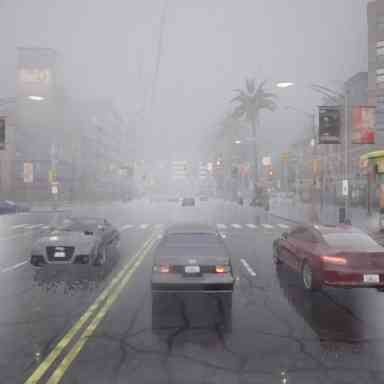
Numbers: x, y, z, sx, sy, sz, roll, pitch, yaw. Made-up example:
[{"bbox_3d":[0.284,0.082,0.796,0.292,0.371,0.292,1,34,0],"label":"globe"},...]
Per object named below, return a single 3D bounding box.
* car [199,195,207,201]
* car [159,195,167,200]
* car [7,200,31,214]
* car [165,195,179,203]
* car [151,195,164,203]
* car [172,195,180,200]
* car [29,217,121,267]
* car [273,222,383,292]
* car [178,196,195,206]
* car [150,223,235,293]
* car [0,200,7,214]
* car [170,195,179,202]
[{"bbox_3d":[2.759,1.524,81.907,1.812,1.442,4.674,0,0,-1],"label":"car"},{"bbox_3d":[-7.824,1.595,90.598,1.895,1.301,4.718,0,0,-1],"label":"car"},{"bbox_3d":[-19.282,1.525,34.519,4.674,1.442,1.812,0,0,-1],"label":"car"},{"bbox_3d":[-4.148,1.478,71.718,1.882,1.535,5.008,0,0,-1],"label":"car"},{"bbox_3d":[-7.643,1.524,71.178,1.812,1.442,4.674,0,0,-1],"label":"car"},{"bbox_3d":[-4.326,1.500,90.963,1.837,1.490,4.892,0,0,-1],"label":"car"},{"bbox_3d":[-3.720,1.564,11.294,1.994,1.385,4.181,0,0,-1],"label":"car"},{"bbox_3d":[3.498,1.526,8.805,1.812,1.442,4.674,0,0,0],"label":"car"},{"bbox_3d":[-0.557,1.491,53.590,2.128,1.511,4.902,0,0,3],"label":"car"},{"bbox_3d":[-0.001,1.547,8.961,2.033,1.411,5.357,0,0,0],"label":"car"},{"bbox_3d":[-20.231,1.351,30.801,4.553,1.767,2.097,0,0,2],"label":"car"},{"bbox_3d":[-4.232,1.524,80.913,1.812,1.442,4.674,0,0,-1],"label":"car"}]
